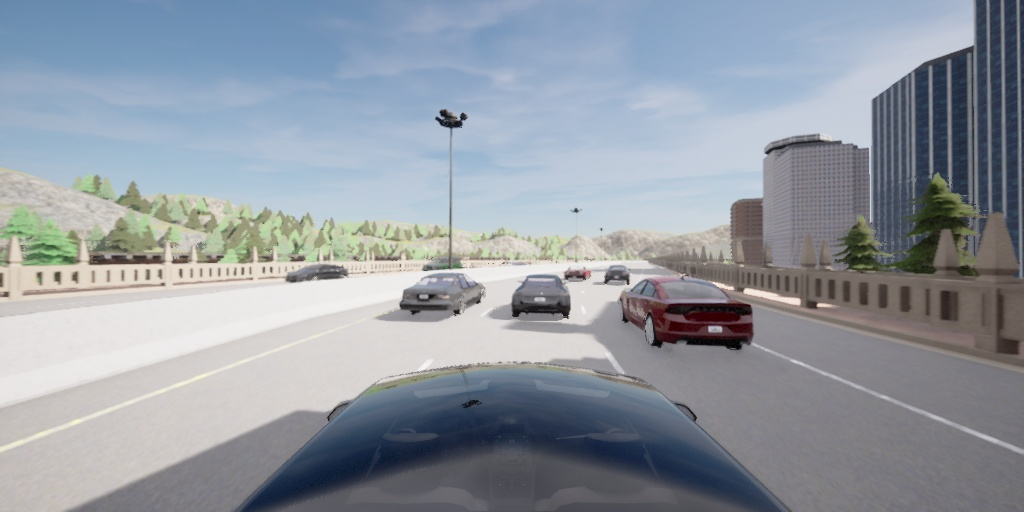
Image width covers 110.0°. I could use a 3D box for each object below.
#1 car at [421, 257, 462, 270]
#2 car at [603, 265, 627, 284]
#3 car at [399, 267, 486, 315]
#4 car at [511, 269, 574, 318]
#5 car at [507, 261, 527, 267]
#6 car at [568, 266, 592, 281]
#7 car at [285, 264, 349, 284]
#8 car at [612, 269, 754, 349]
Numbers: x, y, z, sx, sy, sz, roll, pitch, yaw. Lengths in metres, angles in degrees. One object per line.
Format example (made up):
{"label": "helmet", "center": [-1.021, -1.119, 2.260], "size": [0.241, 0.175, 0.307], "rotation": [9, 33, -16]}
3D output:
{"label": "car", "center": [-7.195, 1.136, 37.592], "size": [2.150, 2.045, 5.566], "rotation": [0, 0, 20]}
{"label": "car", "center": [8.481, 1.422, 28.728], "size": [1.812, 1.442, 4.674], "rotation": [0, 0, 19]}
{"label": "car", "center": [-2.405, 1.337, 13.738], "size": [2.033, 1.411, 5.357], "rotation": [0, 0, 8]}
{"label": "car", "center": [1.153, 1.362, 13.391], "size": [1.994, 1.385, 4.181], "rotation": [0, 0, 7]}
{"label": "car", "center": [0.760, 1.545, 48.775], "size": [1.812, 1.442, 4.674], "rotation": [0, -1, 21]}
{"label": "car", "center": [6.029, 1.515, 32.372], "size": [1.895, 1.301, 4.718], "rotation": [0, 0, 20]}
{"label": "car", "center": [-14.247, 1.328, 26.457], "size": [1.837, 1.490, 4.892], "rotation": [0, 0, 15]}
{"label": "car", "center": [4.144, 1.269, 9.373], "size": [1.882, 1.535, 5.008], "rotation": [0, 0, 5]}
